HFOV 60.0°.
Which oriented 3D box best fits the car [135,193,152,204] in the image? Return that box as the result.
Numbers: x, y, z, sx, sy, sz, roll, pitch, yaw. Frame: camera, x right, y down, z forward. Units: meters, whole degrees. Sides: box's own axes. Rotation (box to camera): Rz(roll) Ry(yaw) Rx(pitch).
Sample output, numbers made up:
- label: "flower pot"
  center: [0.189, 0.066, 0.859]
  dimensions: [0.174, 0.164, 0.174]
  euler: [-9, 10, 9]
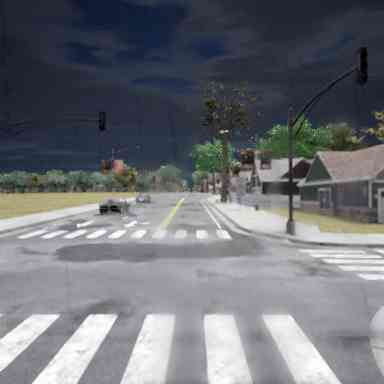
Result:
- label: "car"
  center: [-6.697, 0.875, 46.414]
  dimensions: [2.128, 1.511, 4.902]
  euler: [0, 1, 0]

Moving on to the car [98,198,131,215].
- label: "car"
  center: [-6.674, 1.213, 29.022]
  dimensions: [1.895, 1.301, 4.718]
  euler: [0, 1, 0]
